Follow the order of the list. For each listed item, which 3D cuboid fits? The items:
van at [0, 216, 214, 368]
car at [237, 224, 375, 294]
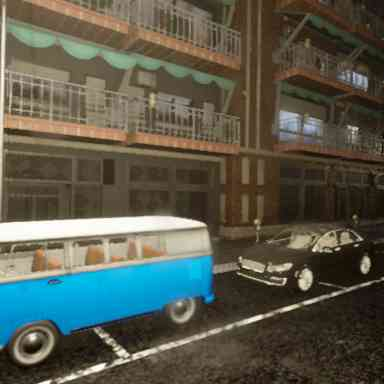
[{"bbox_3d":[-1.506,1.343,5.470,3.998,1.788,1.690,0,1,-35],"label":"van"},{"bbox_3d":[3.129,1.557,8.760,4.403,1.369,2.008,0,1,-35],"label":"car"}]
